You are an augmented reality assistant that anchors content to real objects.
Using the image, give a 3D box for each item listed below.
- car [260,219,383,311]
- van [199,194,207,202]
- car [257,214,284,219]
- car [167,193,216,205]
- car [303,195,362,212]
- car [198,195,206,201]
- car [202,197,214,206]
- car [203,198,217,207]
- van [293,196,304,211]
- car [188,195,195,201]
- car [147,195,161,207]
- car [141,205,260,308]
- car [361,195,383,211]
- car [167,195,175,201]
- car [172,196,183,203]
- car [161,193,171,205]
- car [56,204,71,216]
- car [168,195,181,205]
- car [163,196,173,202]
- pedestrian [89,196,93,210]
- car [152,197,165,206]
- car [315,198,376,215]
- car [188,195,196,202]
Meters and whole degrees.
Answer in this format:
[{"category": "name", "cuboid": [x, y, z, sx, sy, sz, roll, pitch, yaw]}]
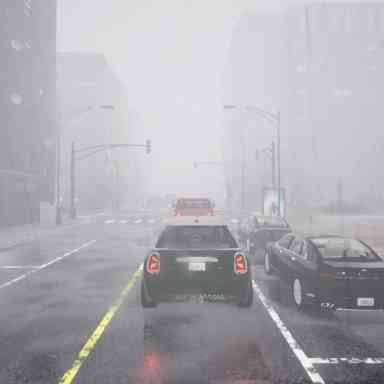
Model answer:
[{"category": "car", "cuboid": [2.828, 1.553, 7.591, 2.008, 1.369, 4.403, 1, 0, 0]}, {"category": "van", "cuboid": [2.671, 1.373, 79.210, 1.690, 1.788, 3.998, 1, 0, 0]}, {"category": "car", "cuboid": [2.825, 1.555, 13.161, 2.008, 1.369, 4.403, 1, 0, 0]}, {"category": "car", "cuboid": [0.080, 1.228, 17.558, 2.150, 2.045, 5.566, 0, 0, 0]}, {"category": "car", "cuboid": [14.974, 1.385, 35.577, 5.008, 1.535, 1.882, 0, -1, 2]}, {"category": "car", "cuboid": [2.664, 1.582, 90.351, 1.887, 1.381, 4.507, 1, 0, 0]}, {"category": "car", "cuboid": [2.677, 1.603, 56.925, 1.802, 1.307, 4.206, 1, 0, 0]}, {"category": "car", "cuboid": [2.680, 1.585, 51.354, 1.947, 1.339, 4.313, 1, 0, 0]}, {"category": "van", "cuboid": [13.748, 1.296, 38.178, 3.998, 1.788, 1.690, 0, 0, 0]}, {"category": "car", "cuboid": [-0.038, 1.537, 90.833, 1.837, 1.490, 4.892, 0, 0, 0]}, {"category": "car", "cuboid": [-5.696, 1.334, 51.390, 2.192, 1.841, 5.009, 1, 0, 0]}, {"category": "car", "cuboid": [0.097, 1.354, 8.087, 2.097, 1.767, 4.553, 0, 0, 0]}, {"category": "car", "cuboid": [19.275, 1.228, 38.141, 5.009, 1.841, 2.192, 0, 0, 0]}, {"category": "car", "cuboid": [-5.717, 1.603, 90.387, 1.947, 1.339, 4.313, 1, 0, 0]}, {"category": "car", "cuboid": [-3.029, 1.553, 70.682, 2.128, 1.511, 4.902, 0, 0, 0]}, {"category": "car", "cuboid": [-3.142, 1.240, 51.043, 2.150, 2.045, 5.566, 0, 0, 0]}, {"category": "car", "cuboid": [-14.212, 1.597, 32.734, 4.892, 1.490, 1.837, -1, -1, -2]}, {"category": "car", "cuboid": [-3.093, 1.375, 60.612, 2.097, 1.767, 4.553, 0, 0, 0]}, {"category": "car", "cuboid": [-5.712, 1.597, 79.245, 1.947, 1.339, 4.313, 1, 0, 0]}, {"category": "pedestrian", "cuboid": [-12.546, 1.347, 41.312, 0.375, 1.860, 0.375, 0, 0, 0]}, {"category": "car", "cuboid": [-5.702, 1.566, 56.961, 1.887, 1.381, 4.507, 1, 0, 0]}, {"category": "car", "cuboid": [13.691, 1.413, 29.797, 4.206, 1.307, 1.802, 0, 0, 0]}, {"category": "car", "cuboid": [-0.034, 1.557, 80.947, 1.812, 1.442, 4.674, 0, 0, 0]}]
